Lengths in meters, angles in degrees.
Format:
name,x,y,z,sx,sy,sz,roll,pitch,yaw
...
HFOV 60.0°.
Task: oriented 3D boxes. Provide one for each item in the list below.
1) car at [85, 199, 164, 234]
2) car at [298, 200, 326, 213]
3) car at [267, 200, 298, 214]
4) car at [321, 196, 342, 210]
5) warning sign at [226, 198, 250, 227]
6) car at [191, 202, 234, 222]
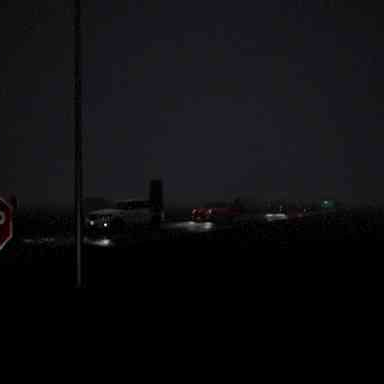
name,x,y,z,sx,sy,sz,roll,pitch,yaw
car,-4.181,1.469,21.580,2.150,2.045,5.566,-1,-1,37
car,15.234,2.003,42.819,1.895,1.301,4.718,-1,-1,37
car,11.271,1.773,42.304,2.097,1.767,4.553,-1,-1,37
car,21.293,1.682,51.054,2.150,2.045,5.566,-1,-1,37
warning sign,3.106,1.333,22.488,1.300,1.860,1.060,0,0,37
car,1.917,1.673,29.775,2.097,1.767,4.553,-1,-1,37
